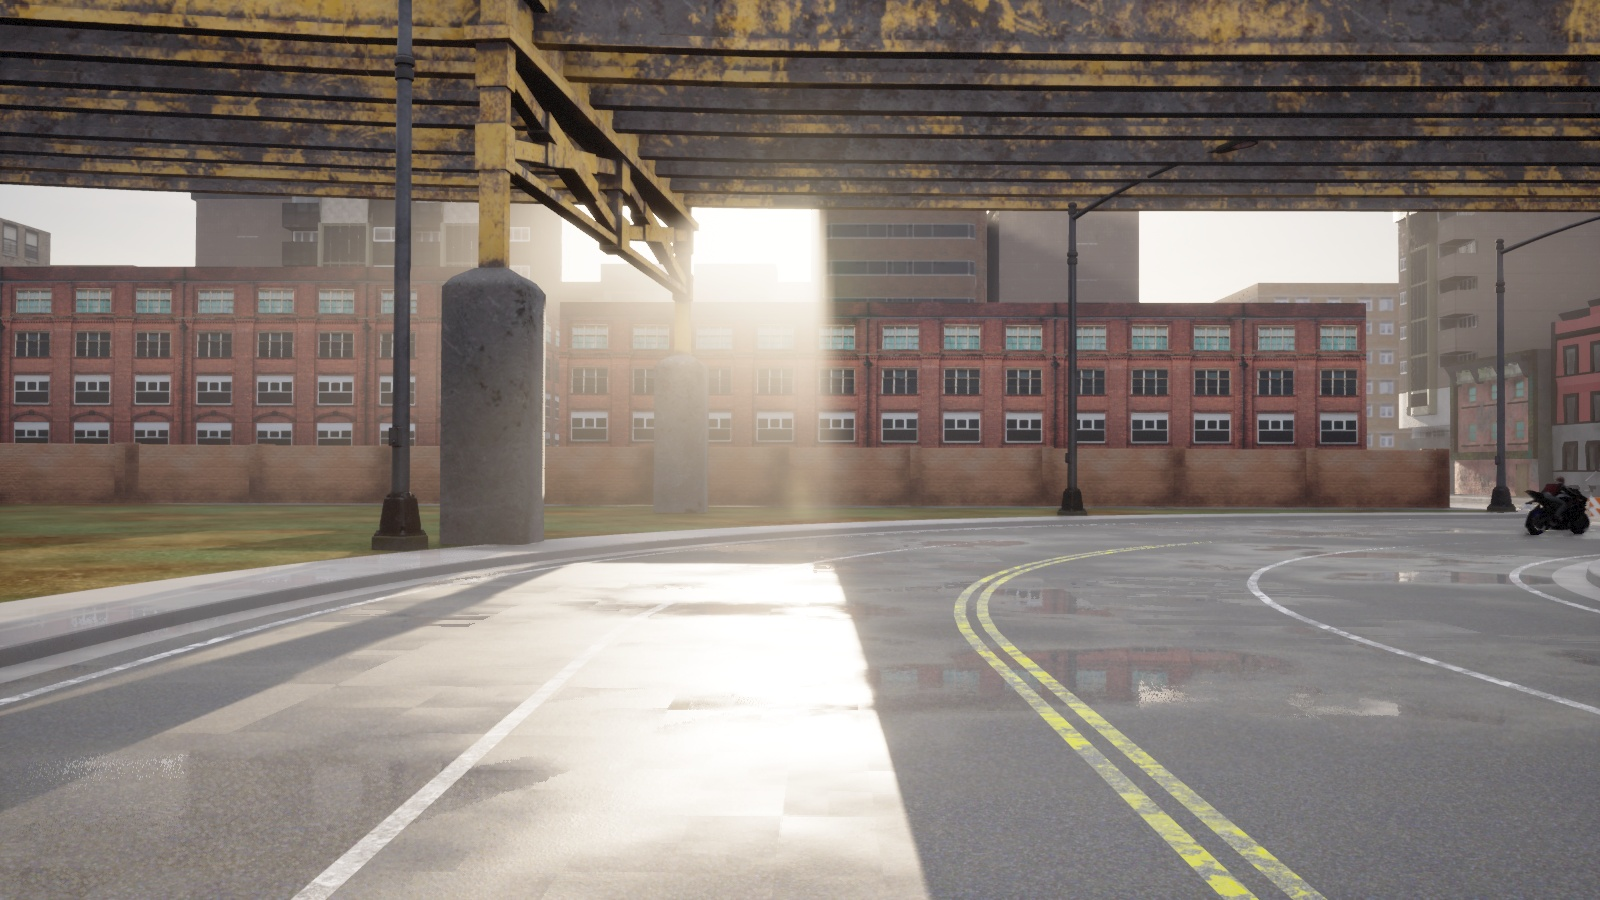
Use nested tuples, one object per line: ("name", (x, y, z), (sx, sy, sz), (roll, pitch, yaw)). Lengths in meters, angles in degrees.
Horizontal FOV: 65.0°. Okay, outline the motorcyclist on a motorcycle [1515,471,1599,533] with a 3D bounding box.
("motorcyclist on a motorcycle", (19.546, 1.312, 32.260), (2.191, 1.530, 0.866), (0, -1, -21))
